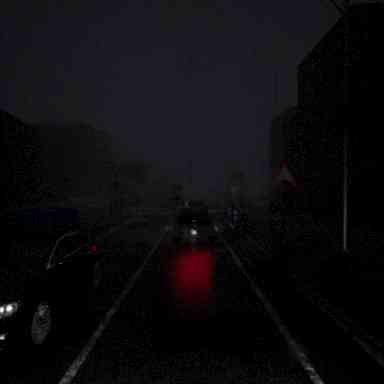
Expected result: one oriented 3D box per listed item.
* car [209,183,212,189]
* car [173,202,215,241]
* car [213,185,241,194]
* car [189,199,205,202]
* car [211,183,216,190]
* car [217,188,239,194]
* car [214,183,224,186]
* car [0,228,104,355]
[{"bbox_3d":[7.945,-1.018,91.866,4.892,1.521,2.231,0,2,-1],"label":"car"},{"bbox_3d":[0.091,1.490,16.688,1.837,1.490,4.892,0,0,0],"label":"car"},{"bbox_3d":[7.985,-0.160,72.591,5.366,1.575,1.946,0,3,-1],"label":"car"},{"bbox_3d":[0.506,1.372,31.587,1.994,1.385,4.181,0,1,7],"label":"car"},{"bbox_3d":[8.100,-0.799,80.841,5.566,2.045,2.435,0,3,-1],"label":"car"},{"bbox_3d":[8.141,-0.251,75.350,4.674,1.452,2.002,0,3,-1],"label":"car"},{"bbox_3d":[8.073,-0.547,78.094,4.553,1.767,2.185,0,3,-1],"label":"car"},{"bbox_3d":[-3.086,1.500,6.326,2.128,1.511,4.902,0,0,0],"label":"car"}]
